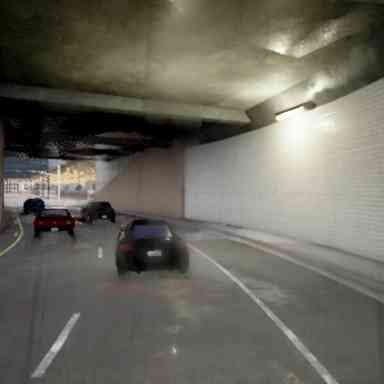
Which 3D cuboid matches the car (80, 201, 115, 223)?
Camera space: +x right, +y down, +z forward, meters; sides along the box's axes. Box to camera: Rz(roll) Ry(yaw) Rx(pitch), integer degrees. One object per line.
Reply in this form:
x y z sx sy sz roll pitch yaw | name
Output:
-6.992 1.433 24.619 1.837 1.490 4.892 0 0 -27 | car

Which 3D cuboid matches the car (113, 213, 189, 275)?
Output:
-1.368 1.537 10.460 1.994 1.385 4.181 0 0 -12 | car

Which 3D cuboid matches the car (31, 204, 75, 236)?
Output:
-7.663 1.543 18.346 1.895 1.301 4.718 0 0 -25 | car

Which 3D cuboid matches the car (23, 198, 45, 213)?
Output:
-16.701 1.362 35.268 1.882 1.535 5.008 0 0 -29 | car
